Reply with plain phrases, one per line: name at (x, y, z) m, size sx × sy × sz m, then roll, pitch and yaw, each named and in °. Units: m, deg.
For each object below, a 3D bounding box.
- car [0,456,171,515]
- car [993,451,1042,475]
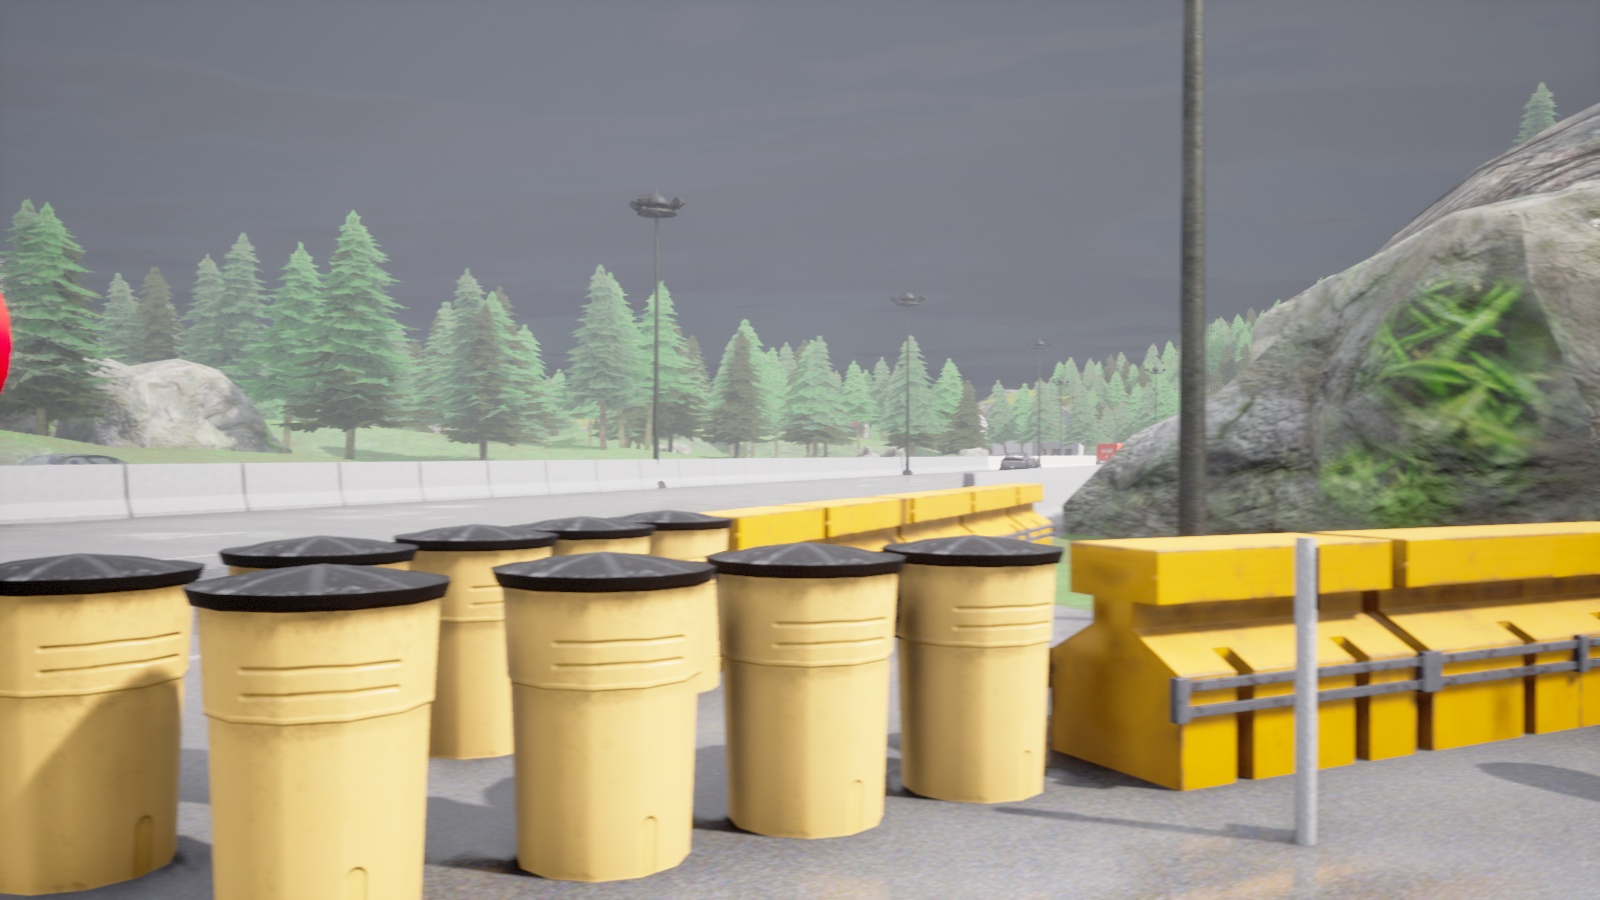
car at (-19.495, 0.881, 32.941) m, size 2.033 × 1.411 × 5.357 m, roll 0°, pitch 0°, yaw 21°
car at (13.898, 0.817, 79.985) m, size 2.128 × 1.511 × 4.902 m, roll 0°, pitch 0°, yaw 21°
